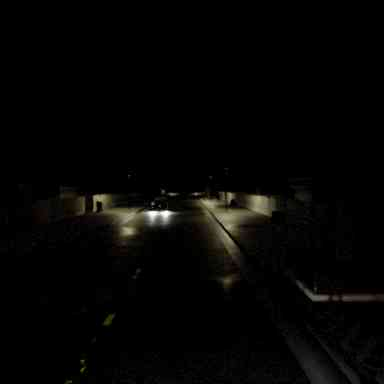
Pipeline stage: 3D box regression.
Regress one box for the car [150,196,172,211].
[{"bbox_3d":[-3.065,1.128,33.658,1.994,1.385,4.181,0,1,-1],"label":"car"}]
